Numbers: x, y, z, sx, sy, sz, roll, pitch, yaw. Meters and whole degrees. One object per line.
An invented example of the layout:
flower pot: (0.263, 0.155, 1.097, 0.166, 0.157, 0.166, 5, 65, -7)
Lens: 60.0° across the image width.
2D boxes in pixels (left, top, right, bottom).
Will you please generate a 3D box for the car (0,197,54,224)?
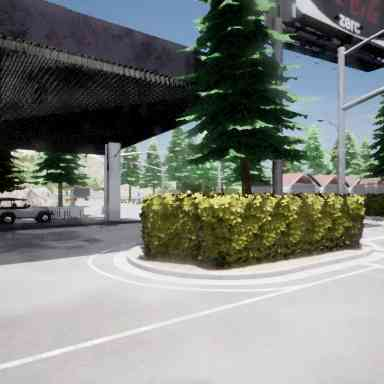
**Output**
car: (-11.956, 1.313, 23.490, 3.866, 1.878, 1.905, 0, 0, -36)
